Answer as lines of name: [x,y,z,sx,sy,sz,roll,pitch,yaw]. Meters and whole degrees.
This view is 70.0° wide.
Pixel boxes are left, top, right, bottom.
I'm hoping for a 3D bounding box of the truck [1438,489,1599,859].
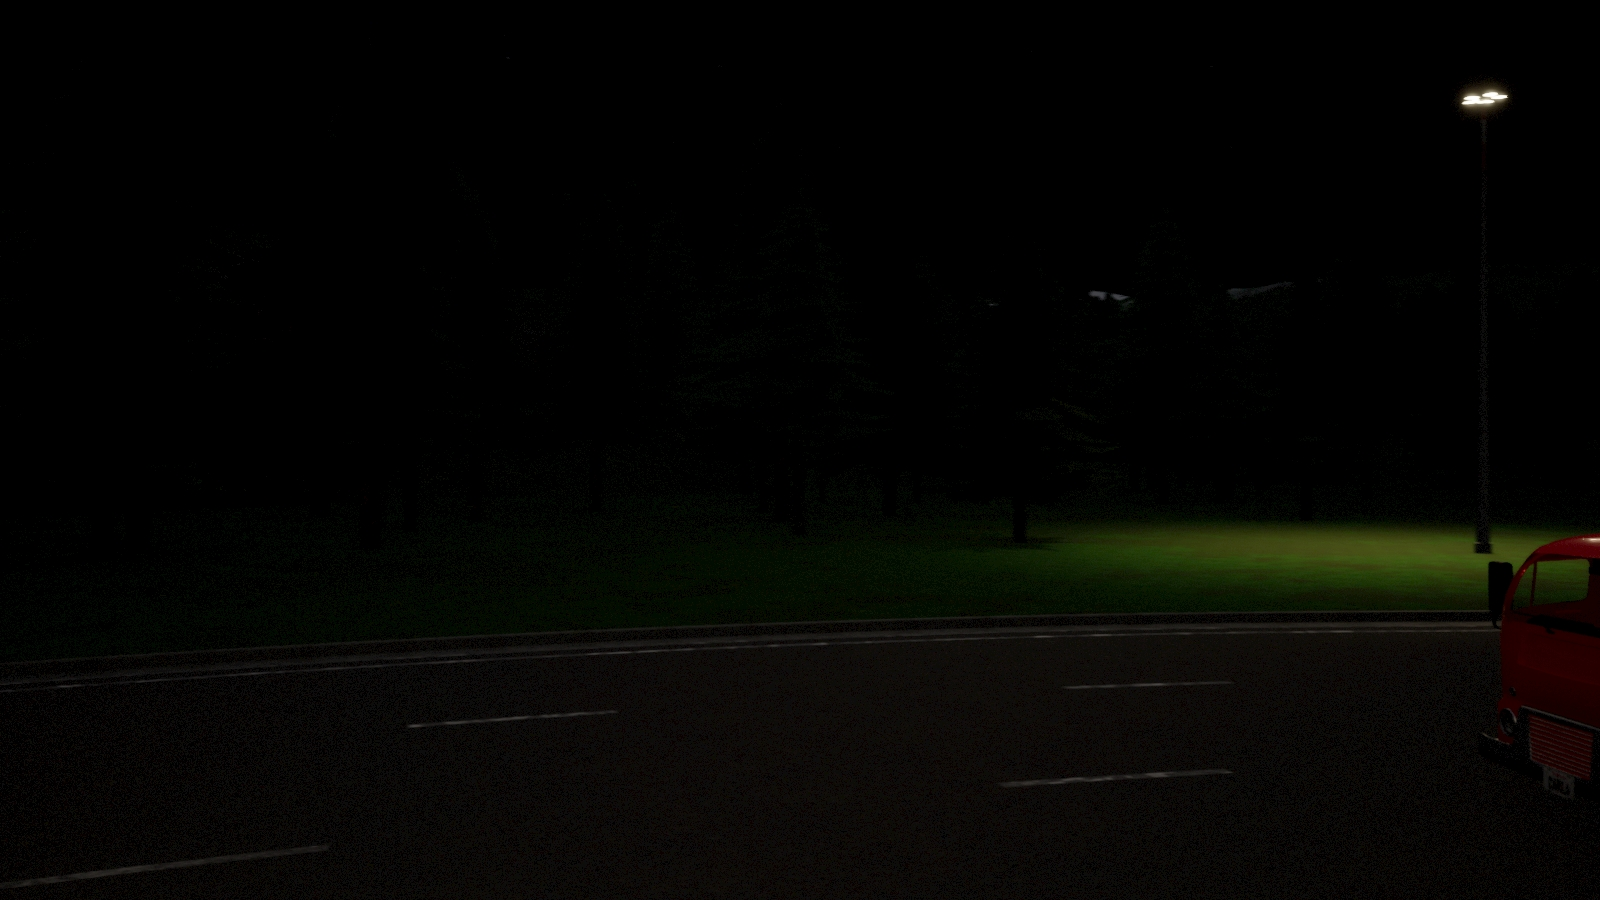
truck: [8.007,1.559,8.428,5.204,2.467,2.627,0,0,-6]
